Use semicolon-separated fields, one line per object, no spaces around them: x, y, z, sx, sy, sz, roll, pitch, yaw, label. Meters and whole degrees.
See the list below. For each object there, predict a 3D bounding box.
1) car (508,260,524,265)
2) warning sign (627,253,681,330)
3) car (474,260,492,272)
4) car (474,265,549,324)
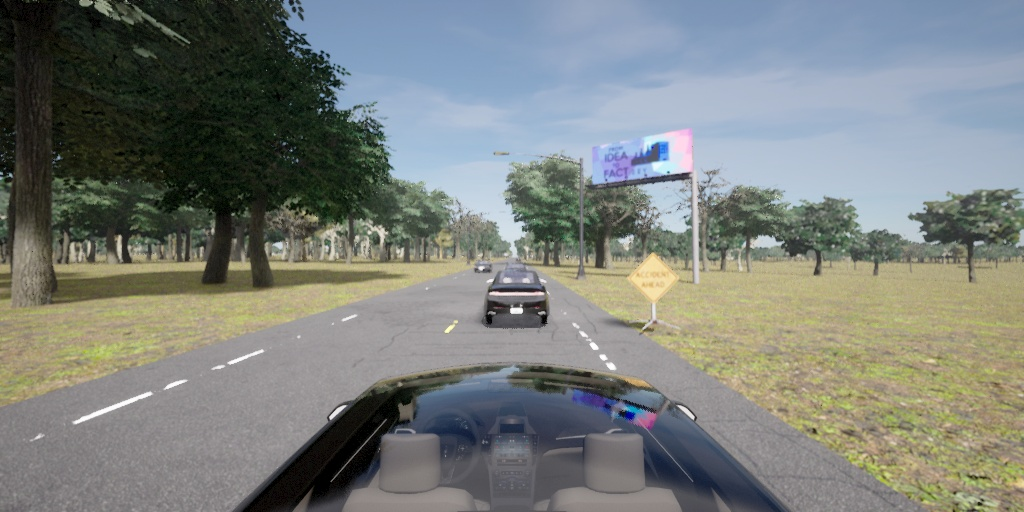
0.293;1.242;29.084;2.033;1.411;5.357;0;0;1;car
3.606;0.844;9.128;1.300;1.860;1.060;0;0;0;warning sign
-3.288;1.181;41.363;2.128;1.511;4.902;0;0;1;car
0.151;1.214;11.851;2.128;1.511;4.902;0;0;1;car
